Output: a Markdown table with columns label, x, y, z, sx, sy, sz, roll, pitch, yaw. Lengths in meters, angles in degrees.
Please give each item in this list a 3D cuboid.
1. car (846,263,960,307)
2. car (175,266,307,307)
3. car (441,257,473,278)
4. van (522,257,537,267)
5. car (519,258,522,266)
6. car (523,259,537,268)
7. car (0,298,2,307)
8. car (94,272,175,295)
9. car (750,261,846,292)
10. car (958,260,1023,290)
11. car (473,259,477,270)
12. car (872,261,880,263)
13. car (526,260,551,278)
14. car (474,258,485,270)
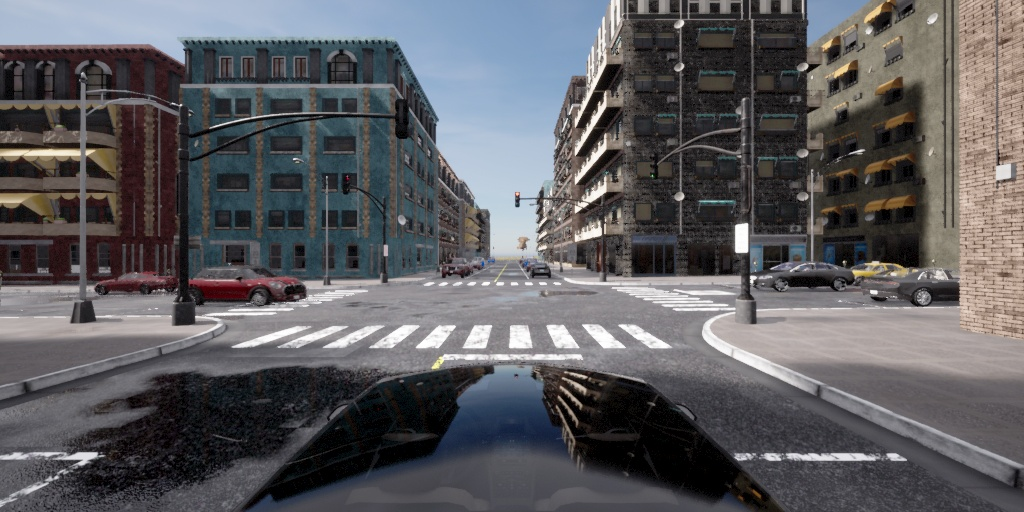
| label | x | y | z | sx | sy | sz | roll | pitch | yaw |
| --- | --- | --- | --- | --- | --- | --- | --- | --- | --- |
| car | 15.627 | 1.082 | 13.298 | 4.403 | 1.370 | 2.007 | 0 | 0 | 1 |
| car | -11.579 | 1.225 | 15.769 | 4.553 | 1.767 | 2.097 | -1 | 0 | 5 |
| car | -5.242 | 1.060 | 33.639 | 2.192 | 1.841 | 5.009 | 0 | 0 | 0 |
| van | 2.678 | 1.078 | 50.277 | 1.690 | 1.789 | 3.998 | 0 | 0 | 0 |
| car | 2.705 | 1.171 | 61.381 | 1.967 | 1.591 | 4.097 | 0 | 0 | 0 |
| car | 2.665 | 1.323 | 44.725 | 1.802 | 1.307 | 4.207 | 0 | 0 | 0 |
| car | -22.467 | 1.443 | 13.682 | 4.097 | 1.591 | 1.967 | 0 | 0 | 1 |
| car | -22.410 | 1.599 | 21.567 | 4.207 | 1.307 | 1.802 | 0 | 0 | 1 |
| car | 14.929 | 1.041 | 18.723 | 4.902 | 1.511 | 2.128 | -1 | 0 | 1 |
| car | 26.616 | 0.930 | 18.603 | 4.674 | 1.442 | 1.812 | -1 | 0 | 1 |
| car | -5.229 | 1.289 | 39.191 | 1.888 | 1.381 | 4.507 | 0 | 0 | 0 |
| car | 21.177 | 1.000 | 21.123 | 4.829 | 1.417 | 1.751 | 0 | 0 | 1 |
| car | 2.638 | 1.311 | 33.621 | 1.948 | 1.339 | 4.313 | 0 | 0 | 0 |
| car | -5.202 | 1.283 | 50.295 | 1.888 | 1.381 | 4.507 | 0 | 0 | 0 |
